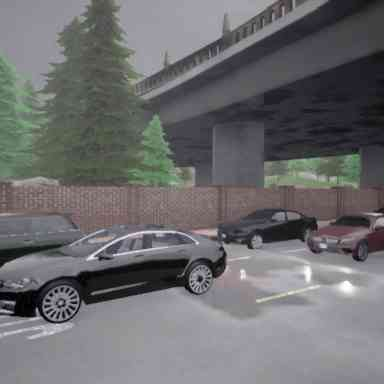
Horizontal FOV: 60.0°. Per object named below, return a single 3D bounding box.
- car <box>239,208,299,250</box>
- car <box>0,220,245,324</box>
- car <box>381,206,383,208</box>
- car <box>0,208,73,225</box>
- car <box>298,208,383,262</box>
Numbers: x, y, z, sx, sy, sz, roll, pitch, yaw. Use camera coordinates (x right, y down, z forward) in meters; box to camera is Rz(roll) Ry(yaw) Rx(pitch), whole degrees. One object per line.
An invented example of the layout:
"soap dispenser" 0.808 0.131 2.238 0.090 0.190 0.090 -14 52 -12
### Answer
"car" 3.348 1.475 14.534 5.008 1.535 1.882 0 0 -33
"car" -1.469 1.490 7.197 4.902 1.511 2.128 0 0 -33
"car" 12.484 1.521 20.512 4.674 1.442 1.812 0 0 -33
"car" -5.157 1.350 8.963 4.553 1.767 2.097 0 0 -33
"car" 6.285 1.523 12.272 4.674 1.442 1.812 0 0 -33
